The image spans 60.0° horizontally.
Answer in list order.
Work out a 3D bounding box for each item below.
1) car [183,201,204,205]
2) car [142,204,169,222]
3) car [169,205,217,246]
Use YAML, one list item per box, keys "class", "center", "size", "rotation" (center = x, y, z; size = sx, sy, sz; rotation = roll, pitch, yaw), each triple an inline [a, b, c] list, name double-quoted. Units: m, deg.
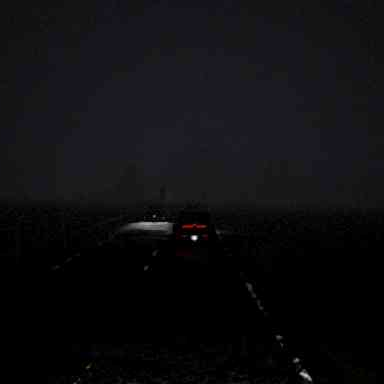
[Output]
- class: "car"
  center: [0.109, 1.589, 32.030]
  size: [2.128, 1.511, 4.902]
  rotation: [0, 0, 0]
- class: "car"
  center: [-2.839, 1.644, 26.951]
  size: [1.994, 1.385, 4.181]
  rotation: [0, 0, 0]
- class: "car"
  center: [0.102, 1.548, 15.461]
  size: [1.837, 1.490, 4.892]
  rotation: [0, 0, 0]
